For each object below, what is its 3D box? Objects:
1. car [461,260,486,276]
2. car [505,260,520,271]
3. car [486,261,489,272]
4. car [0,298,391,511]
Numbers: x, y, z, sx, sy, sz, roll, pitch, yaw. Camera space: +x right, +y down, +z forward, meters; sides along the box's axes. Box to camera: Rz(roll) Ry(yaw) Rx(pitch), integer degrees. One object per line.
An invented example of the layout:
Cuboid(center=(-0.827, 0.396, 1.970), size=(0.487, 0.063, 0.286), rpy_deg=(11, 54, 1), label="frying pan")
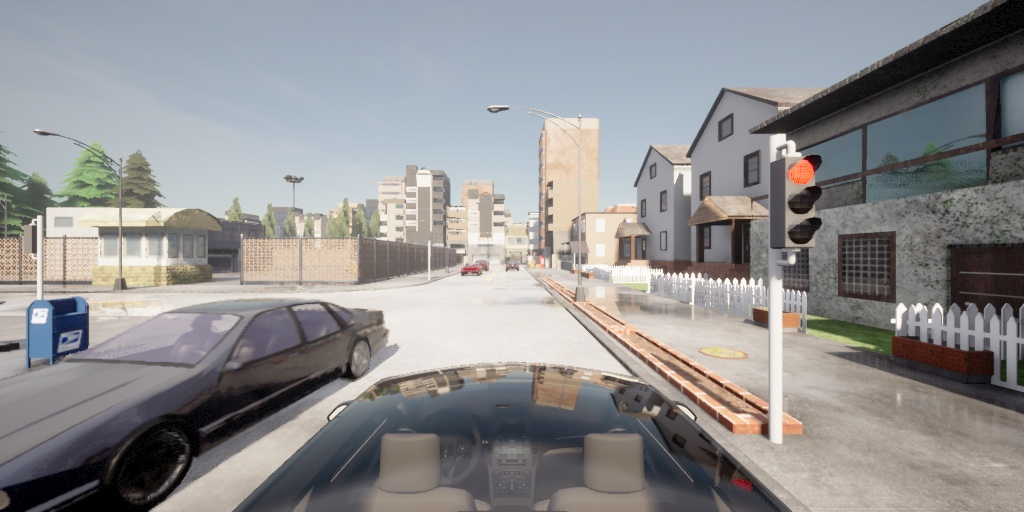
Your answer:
Cuboid(center=(-4.121, 1.351, 37.175), size=(1.895, 1.301, 4.718), rpy_deg=(0, 0, 0), label="car")
Cuboid(center=(0.069, 1.297, 49.806), size=(2.033, 1.411, 5.357), rpy_deg=(0, 0, 0), label="car")
Cuboid(center=(-4.112, 1.227, 47.681), size=(1.882, 1.535, 5.008), rpy_deg=(0, 0, 0), label="car")
Cuboid(center=(-3.503, 1.297, 4.600), size=(2.033, 1.411, 5.357), rpy_deg=(0, 0, 7), label="car")
